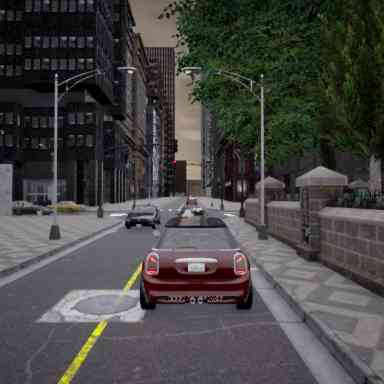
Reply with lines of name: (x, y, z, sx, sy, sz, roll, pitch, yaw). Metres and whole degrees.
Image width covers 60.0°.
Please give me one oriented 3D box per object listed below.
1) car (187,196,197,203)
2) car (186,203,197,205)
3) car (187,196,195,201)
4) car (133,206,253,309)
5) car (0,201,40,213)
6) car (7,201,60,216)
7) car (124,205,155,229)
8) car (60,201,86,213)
car: (-0.086, 1.643, 61.227, 1.812, 1.442, 4.674, 0, 0, -1)
car: (0.035, 1.541, 18.138, 1.812, 1.442, 4.674, 0, 0, 0)
car: (-0.315, 1.804, 91.408, 1.994, 1.385, 4.181, 0, 0, 0)
car: (0.071, 1.357, 8.012, 2.097, 1.767, 4.553, 0, 0, 0)
car: (-20.245, 1.707, 38.581, 4.403, 1.369, 2.008, 0, -1, 0)
car: (-14.741, 1.516, 30.046, 4.403, 1.369, 2.008, 0, -1, 0)
car: (-3.073, 1.568, 21.866, 2.033, 1.411, 5.357, 0, 0, 0)
car: (-14.902, 1.675, 38.570, 4.829, 1.417, 1.752, 0, -1, 0)
